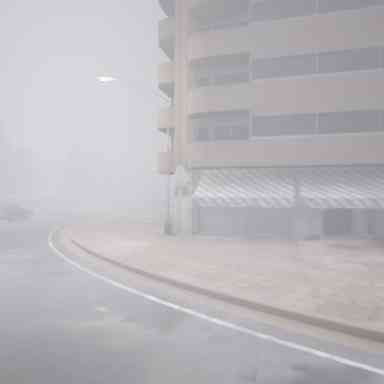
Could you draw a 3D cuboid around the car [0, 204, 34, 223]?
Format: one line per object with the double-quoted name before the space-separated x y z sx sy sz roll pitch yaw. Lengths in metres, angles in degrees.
"car" -14.764 1.666 26.958 2.033 1.411 5.357 0 0 -3
